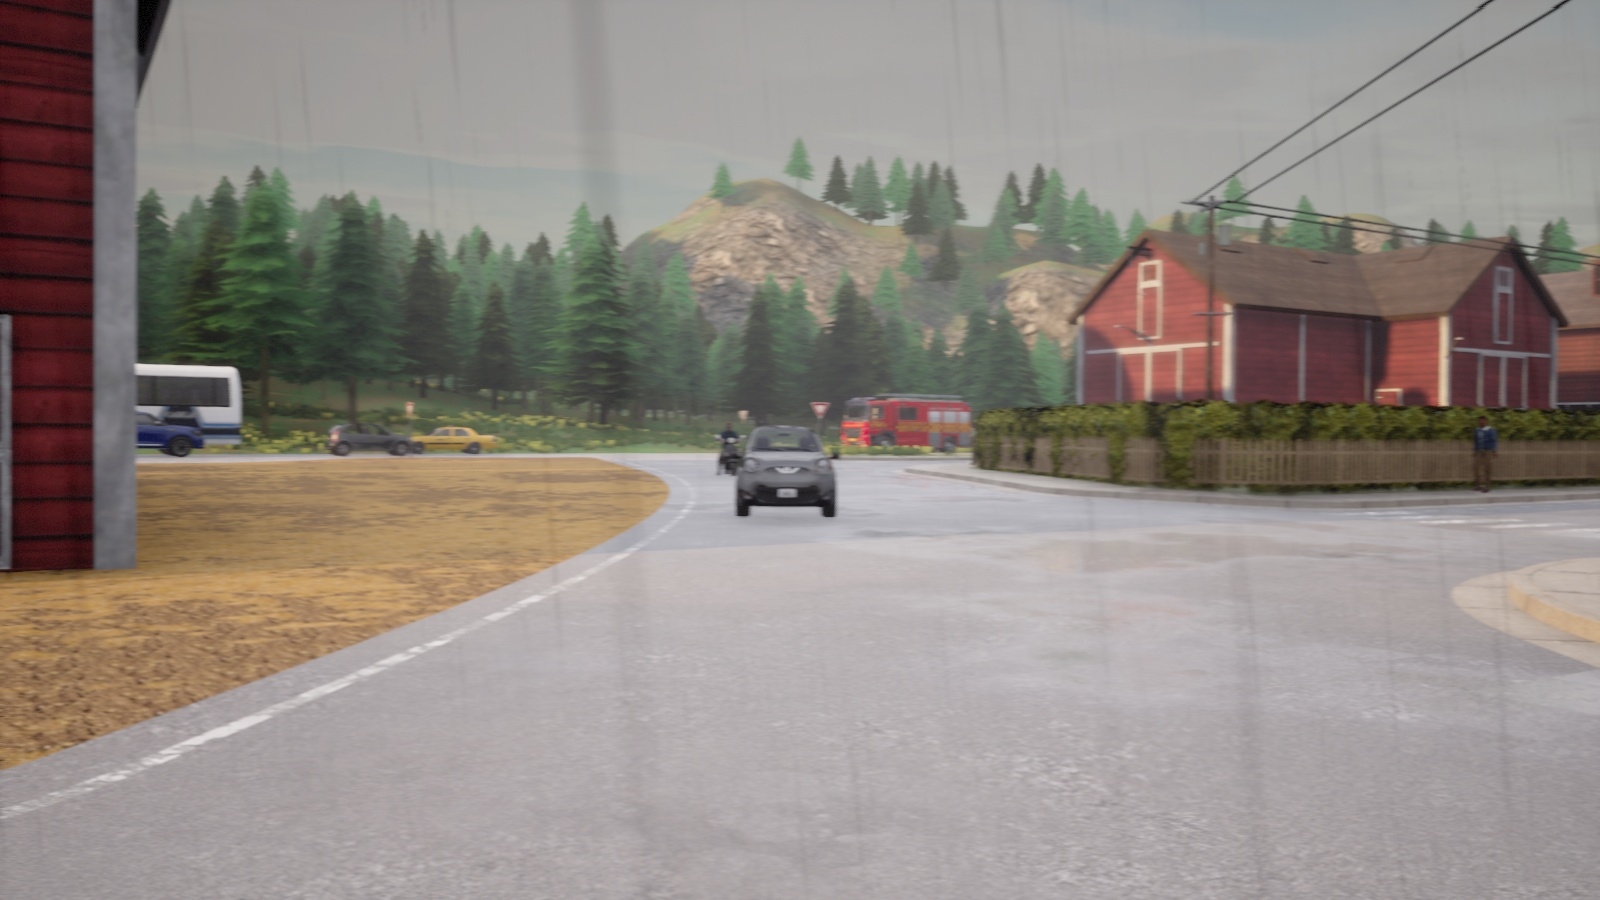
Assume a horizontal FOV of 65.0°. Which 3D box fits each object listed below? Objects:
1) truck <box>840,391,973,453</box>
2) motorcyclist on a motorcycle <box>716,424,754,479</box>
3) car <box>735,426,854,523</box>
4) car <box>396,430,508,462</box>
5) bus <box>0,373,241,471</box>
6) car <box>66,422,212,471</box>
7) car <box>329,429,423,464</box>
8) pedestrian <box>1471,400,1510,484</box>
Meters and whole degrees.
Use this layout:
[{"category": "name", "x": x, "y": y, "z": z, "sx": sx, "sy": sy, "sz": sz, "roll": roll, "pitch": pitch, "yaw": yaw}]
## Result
[{"category": "truck", "x": 6.936, "y": -1.799, "z": 81.078, "sx": 8.468, "sy": 3.827, "sz": 2.891, "roll": -1, "pitch": 1, "yaw": -31}, {"category": "motorcyclist on a motorcycle", "x": -1.976, "y": 0.022, "z": 37.734, "sx": 0.866, "sy": 1.590, "sz": 1.817, "roll": -1, "pitch": 1, "yaw": -11}, {"category": "car", "x": -0.162, "y": 0.357, "z": 21.499, "sx": 1.845, "sy": 1.501, "sz": 3.633, "roll": -1, "pitch": 1, "yaw": -2}, {"category": "car", "x": -18.305, "y": -0.229, "z": 66.157, "sx": 5.366, "sy": 1.575, "sz": 1.801, "roll": -1, "pitch": 1, "yaw": -29}, {"category": "bus", "x": -31.735, "y": -1.294, "z": 58.078, "sx": 10.273, "sy": 4.253, "sz": 3.944, "roll": -1, "pitch": 1, "yaw": -31}, {"category": "car", "x": -29.190, "y": -0.187, "z": 55.527, "sx": 5.566, "sy": 2.045, "sz": 2.150, "roll": -1, "pitch": 1, "yaw": -31}, {"category": "car", "x": -20.504, "y": -0.169, "z": 60.696, "sx": 3.988, "sy": 1.617, "sz": 1.851, "roll": -1, "pitch": 1, "yaw": -31}, {"category": "pedestrian", "x": 16.180, "y": -0.186, "z": 29.433, "sx": 0.788, "sy": 1.949, "sz": 0.423, "roll": -1, "pitch": 1, "yaw": -27}]
